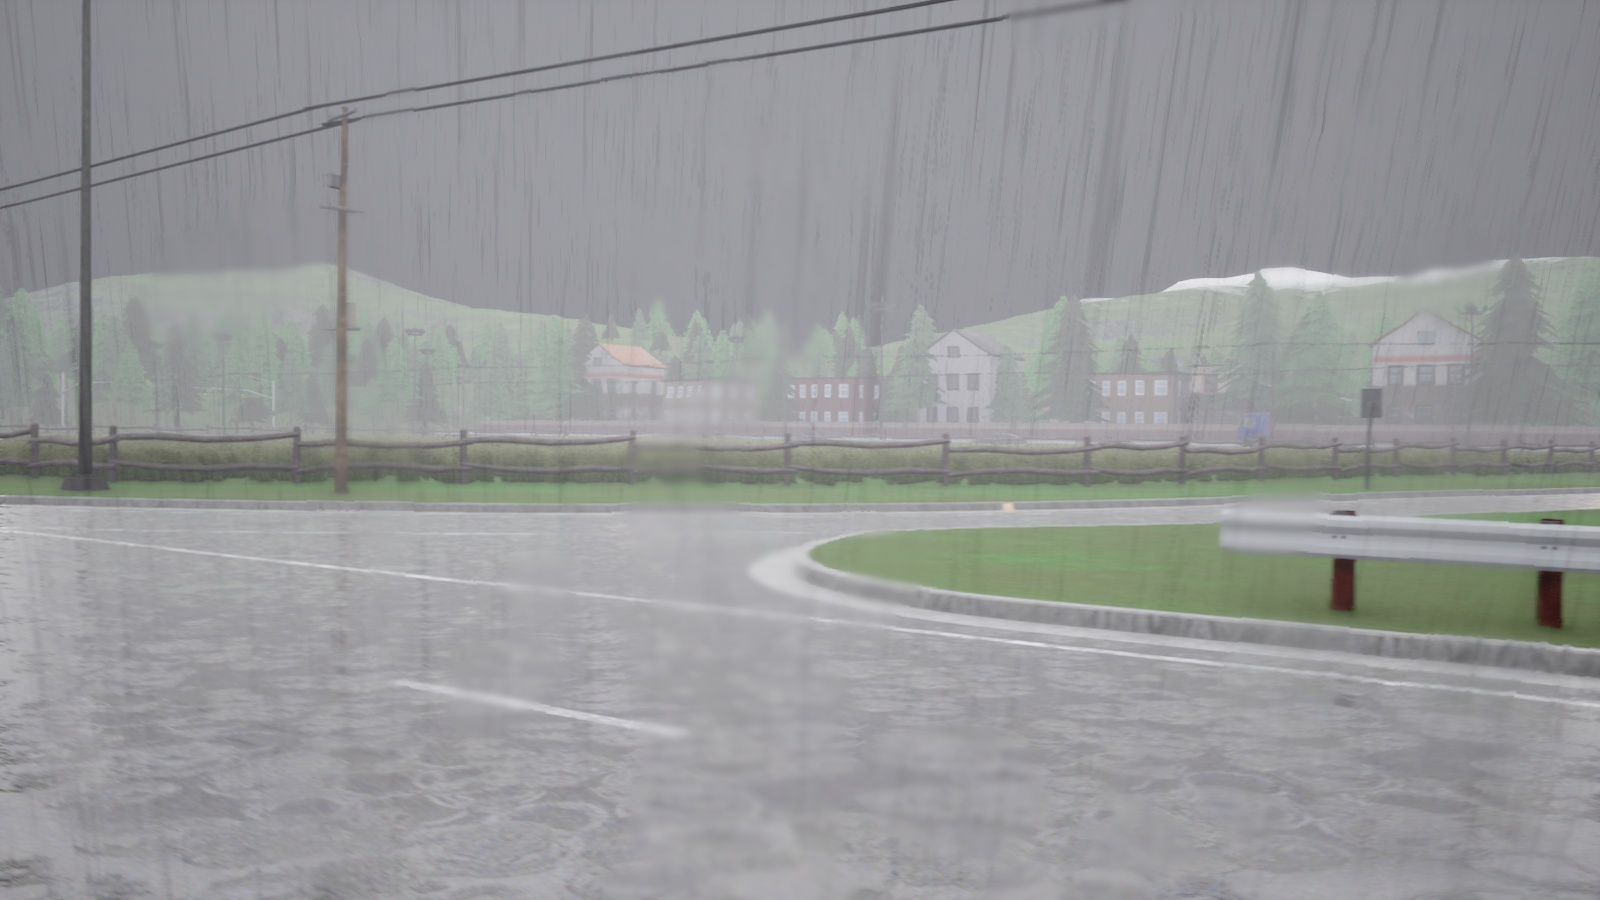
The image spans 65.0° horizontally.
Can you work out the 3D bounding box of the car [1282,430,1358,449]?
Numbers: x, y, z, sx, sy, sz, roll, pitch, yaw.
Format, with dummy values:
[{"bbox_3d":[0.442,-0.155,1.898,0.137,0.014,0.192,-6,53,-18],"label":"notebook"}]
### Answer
[{"bbox_3d":[37.375,-0.775,90.309,4.718,1.301,1.895,0,1,34],"label":"car"}]
